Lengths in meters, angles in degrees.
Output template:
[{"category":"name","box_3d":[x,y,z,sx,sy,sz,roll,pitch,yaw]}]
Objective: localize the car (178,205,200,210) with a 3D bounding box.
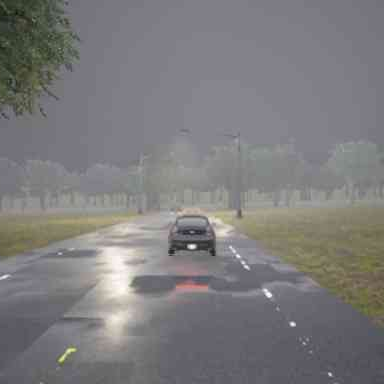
[{"category":"car","box_3d":[0.015,2.158,29.528,1.882,1.535,5.008,0,-2,0]}]

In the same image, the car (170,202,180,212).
[{"category":"car","box_3d":[-3.482,3.254,71.812,2.150,2.045,5.566,0,-2,0]}]

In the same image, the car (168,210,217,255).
[{"category":"car","box_3d":[0.009,1.743,14.305,1.837,1.490,4.892,0,-1,0]}]
